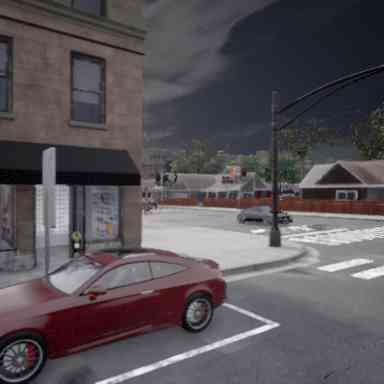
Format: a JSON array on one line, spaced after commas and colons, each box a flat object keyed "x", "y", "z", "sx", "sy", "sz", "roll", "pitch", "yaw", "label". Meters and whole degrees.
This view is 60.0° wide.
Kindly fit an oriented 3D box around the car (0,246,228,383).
[{"x": -1.294, "y": 1.585, "z": 5.265, "sx": 4.206, "sy": 1.307, "sz": 1.802, "roll": 0, "pitch": 0, "yaw": -35, "label": "car"}]

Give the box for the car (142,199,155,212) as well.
[{"x": -6.894, "y": 1.846, "z": 41.237, "sx": 1.895, "sy": 1.301, "sz": 4.718, "roll": 0, "pitch": 0, "yaw": -35, "label": "car"}]

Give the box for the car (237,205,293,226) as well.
[{"x": 5.213, "y": 1.677, "z": 24.204, "sx": 1.994, "sy": 1.385, "sz": 4.181, "roll": 0, "pitch": 0, "yaw": -36, "label": "car"}]

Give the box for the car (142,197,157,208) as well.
[{"x": -7.407, "y": 1.662, "z": 53.337, "sx": 2.097, "sy": 1.767, "sz": 4.553, "roll": 0, "pitch": 0, "yaw": -35, "label": "car"}]
